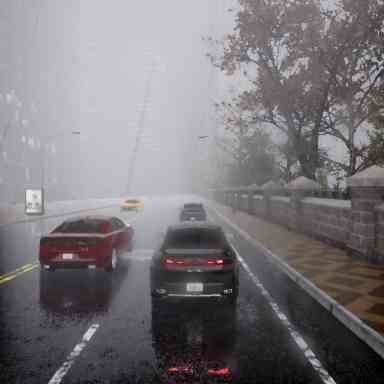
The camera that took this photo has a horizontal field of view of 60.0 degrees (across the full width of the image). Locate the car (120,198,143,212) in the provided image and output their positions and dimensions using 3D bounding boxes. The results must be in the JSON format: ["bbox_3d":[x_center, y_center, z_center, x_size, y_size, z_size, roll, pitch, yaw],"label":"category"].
[{"bbox_3d":[-6.572,1.480,36.449,1.882,1.535,5.008,0,0,0],"label":"car"}]

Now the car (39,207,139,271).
[{"bbox_3d":[-3.151,1.475,10.886,1.882,1.535,5.008,0,0,0],"label":"car"}]

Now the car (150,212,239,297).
[{"bbox_3d":[0.067,1.503,8.529,1.837,1.490,4.892,0,0,0],"label":"car"}]

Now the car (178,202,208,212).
[{"bbox_3d":[0.071,1.504,24.212,1.837,1.490,4.892,0,0,0],"label":"car"}]
